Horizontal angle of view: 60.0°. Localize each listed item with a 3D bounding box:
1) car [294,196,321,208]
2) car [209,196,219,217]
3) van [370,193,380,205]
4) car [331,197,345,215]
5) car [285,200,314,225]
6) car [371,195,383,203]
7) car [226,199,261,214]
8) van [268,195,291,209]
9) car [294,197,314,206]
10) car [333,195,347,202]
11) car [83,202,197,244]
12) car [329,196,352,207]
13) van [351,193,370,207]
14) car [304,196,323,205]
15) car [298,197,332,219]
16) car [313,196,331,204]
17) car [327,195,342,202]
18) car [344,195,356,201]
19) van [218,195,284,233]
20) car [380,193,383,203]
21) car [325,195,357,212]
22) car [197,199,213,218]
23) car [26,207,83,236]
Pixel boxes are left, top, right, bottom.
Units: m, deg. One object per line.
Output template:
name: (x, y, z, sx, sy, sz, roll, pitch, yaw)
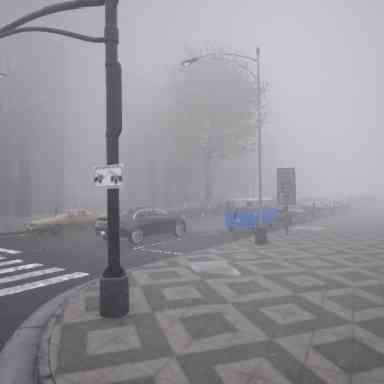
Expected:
car: (15.942, 1.387, 45.730, 2.128, 1.511, 4.902, -1, -1, 36)
car: (2.569, 1.307, 31.878, 2.192, 1.841, 5.009, -1, 0, 36)
van: (28.668, 1.103, 53.549, 1.690, 1.788, 3.998, -1, -1, 36)
car: (12.861, 1.409, 31.579, 1.802, 1.307, 4.206, -1, 0, 36)
car: (6.536, 1.422, 22.792, 1.947, 1.339, 4.313, -1, 0, 36)
car: (34.996, 1.304, 62.334, 1.947, 1.339, 4.313, -1, -1, 36)
car: (5.662, 1.529, 36.170, 2.008, 1.369, 4.403, -1, 0, 36)
van: (11.838, 1.293, 44.756, 1.690, 1.788, 3.998, -1, 0, 36)
car: (18.020, 1.492, 53.340, 1.947, 1.339, 4.313, -1, 0, 36)
car: (33.147, 1.416, 74.357, 1.887, 1.381, 4.507, -1, -1, 36)
car: (-2.186, 1.429, 15.408, 2.128, 1.511, 4.902, -1, -1, 36)
car: (21.784, 1.376, 48.710, 2.033, 1.411, 5.357, -1, -1, 36)
van: (22.344, 1.128, 44.761, 1.690, 1.788, 3.998, -1, 0, 36)
car: (21.011, 1.440, 57.495, 1.752, 1.417, 4.829, -1, -1, 36)
car: (9.698, 1.386, 27.185, 1.887, 1.381, 4.507, -1, 0, 36)
car: (24.200, 1.454, 61.926, 2.008, 1.369, 4.403, -1, -1, 36)
car: (29.967, 1.433, 69.939, 2.008, 1.369, 4.403, -1, -1, 36)
car: (39.508, 1.402, 83.195, 2.008, 1.369, 4.403, -1, -1, 36)
van: (3.371, 1.213, 18.400, 1.690, 1.788, 3.998, -1, 0, 36)
car: (31.932, 1.275, 58.079, 1.752, 1.417, 4.829, -1, -1, 36)
car: (16.022, 1.364, 35.973, 2.008, 1.369, 4.403, -1, 0, 36)
car: (-0.517, 1.552, 27.584, 1.887, 1.381, 4.507, -1, 0, 36)
car: (-6.802, 1.564, 18.862, 1.752, 1.417, 4.829, -1, 0, 36)
